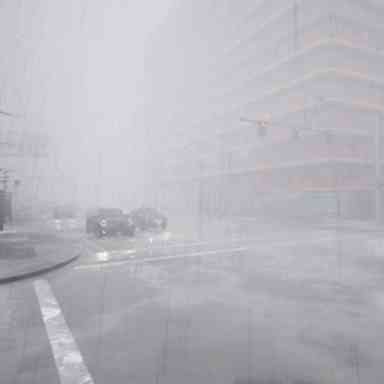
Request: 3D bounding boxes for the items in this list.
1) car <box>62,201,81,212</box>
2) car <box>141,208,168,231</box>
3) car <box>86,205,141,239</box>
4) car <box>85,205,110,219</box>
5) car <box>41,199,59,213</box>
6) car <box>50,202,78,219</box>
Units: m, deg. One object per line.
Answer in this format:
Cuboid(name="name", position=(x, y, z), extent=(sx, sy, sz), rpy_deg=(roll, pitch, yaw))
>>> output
Cuboid(name="car", position=(-19.695, 2.494, 54.752), extent=(2.097, 1.767, 4.553), rpy_deg=(0, -1, -29))
Cuboid(name="car", position=(-3.403, 1.946, 24.613), extent=(2.128, 1.511, 4.902), rpy_deg=(0, -1, -29))
Cuboid(name="car", position=(-5.073, 1.762, 20.364), extent=(2.097, 1.767, 4.553), rpy_deg=(0, -1, -29))
Cuboid(name="car", position=(-11.118, 2.280, 38.820), extent=(1.812, 1.442, 4.674), rpy_deg=(0, -1, -29))
Cuboid(name="car", position=(-22.772, 2.259, 53.082), extent=(2.097, 1.767, 4.553), rpy_deg=(0, -1, -29))
Cuboid(name="car", position=(-14.816, 2.292, 38.272), extent=(1.837, 1.490, 4.892), rpy_deg=(0, -1, -28))
